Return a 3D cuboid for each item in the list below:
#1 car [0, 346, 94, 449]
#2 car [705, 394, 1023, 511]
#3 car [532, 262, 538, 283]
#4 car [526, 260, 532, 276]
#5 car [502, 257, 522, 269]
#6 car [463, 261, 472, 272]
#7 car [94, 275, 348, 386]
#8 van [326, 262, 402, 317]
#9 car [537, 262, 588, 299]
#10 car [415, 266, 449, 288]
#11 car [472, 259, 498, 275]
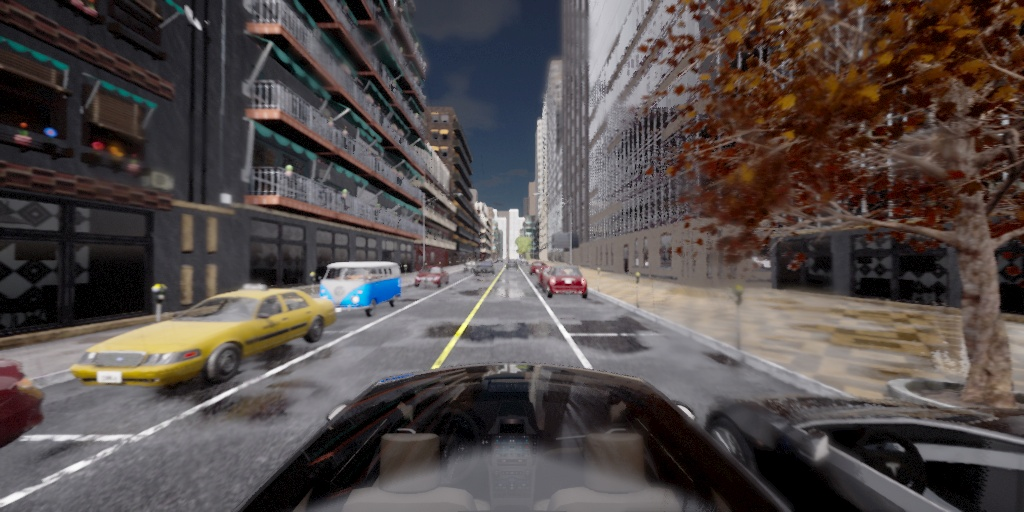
[{"bbox_3d":[-5.314,1.332,1.661,1.802,1.307,4.207,0,0,0],"label":"car"},{"bbox_3d":[2.567,1.316,1.395,1.948,1.339,4.313,0,0,0],"label":"car"},{"bbox_3d":[2.572,1.311,24.005,1.888,1.381,4.507,0,0,0],"label":"car"},{"bbox_3d":[2.758,1.302,37.811,1.812,1.442,4.674,0,0,0],"label":"car"},{"bbox_3d":[0.042,1.281,56.355,2.128,1.511,4.902,0,0,1],"label":"car"},{"bbox_3d":[-5.304,1.333,46.833,2.007,1.370,4.403,0,0,0],"label":"car"},{"bbox_3d":[-5.313,1.280,7.137,1.751,1.417,4.829,0,0,0],"label":"car"},{"bbox_3d":[-5.312,1.099,12.954,1.690,1.789,3.998,0,0,0],"label":"van"},{"bbox_3d":[2.570,1.202,18.353,1.967,1.591,4.097,0,0,0],"label":"car"},{"bbox_3d":[-5.309,1.348,24.247,1.802,1.307,4.207,0,0,0],"label":"car"},{"bbox_3d":[-2.831,1.340,38.429,1.994,1.385,4.181,0,0,0],"label":"car"}]
